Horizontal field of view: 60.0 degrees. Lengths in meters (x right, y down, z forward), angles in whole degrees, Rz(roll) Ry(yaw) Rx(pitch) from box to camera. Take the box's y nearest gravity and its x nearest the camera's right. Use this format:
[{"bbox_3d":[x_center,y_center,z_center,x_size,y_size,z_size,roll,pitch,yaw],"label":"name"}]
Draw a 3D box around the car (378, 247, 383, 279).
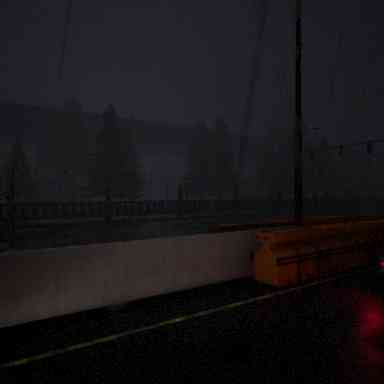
[{"bbox_3d":[6.470,1.526,8.364,4.674,1.442,1.812,0,0,-35],"label":"car"}]
